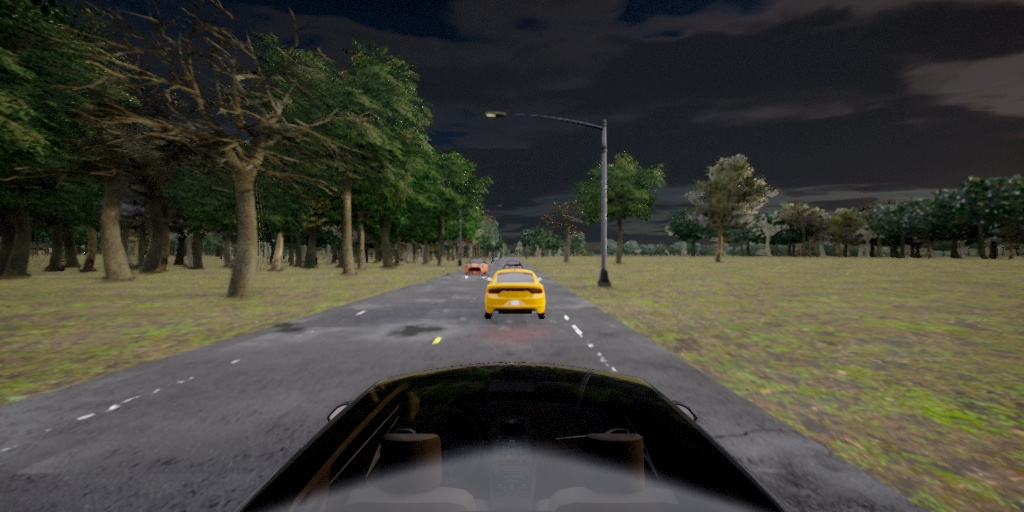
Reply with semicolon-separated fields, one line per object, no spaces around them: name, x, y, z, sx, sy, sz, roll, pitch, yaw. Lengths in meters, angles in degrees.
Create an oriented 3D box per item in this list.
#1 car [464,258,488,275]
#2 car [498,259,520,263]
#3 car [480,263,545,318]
car;-3.590;1.002;36.720;2.097;1.767;4.553;0;0;0
car;0.092;1.151;33.558;2.128;1.511;4.902;0;0;0
car;0.097;1.203;12.929;1.882;1.535;5.008;0;0;0
